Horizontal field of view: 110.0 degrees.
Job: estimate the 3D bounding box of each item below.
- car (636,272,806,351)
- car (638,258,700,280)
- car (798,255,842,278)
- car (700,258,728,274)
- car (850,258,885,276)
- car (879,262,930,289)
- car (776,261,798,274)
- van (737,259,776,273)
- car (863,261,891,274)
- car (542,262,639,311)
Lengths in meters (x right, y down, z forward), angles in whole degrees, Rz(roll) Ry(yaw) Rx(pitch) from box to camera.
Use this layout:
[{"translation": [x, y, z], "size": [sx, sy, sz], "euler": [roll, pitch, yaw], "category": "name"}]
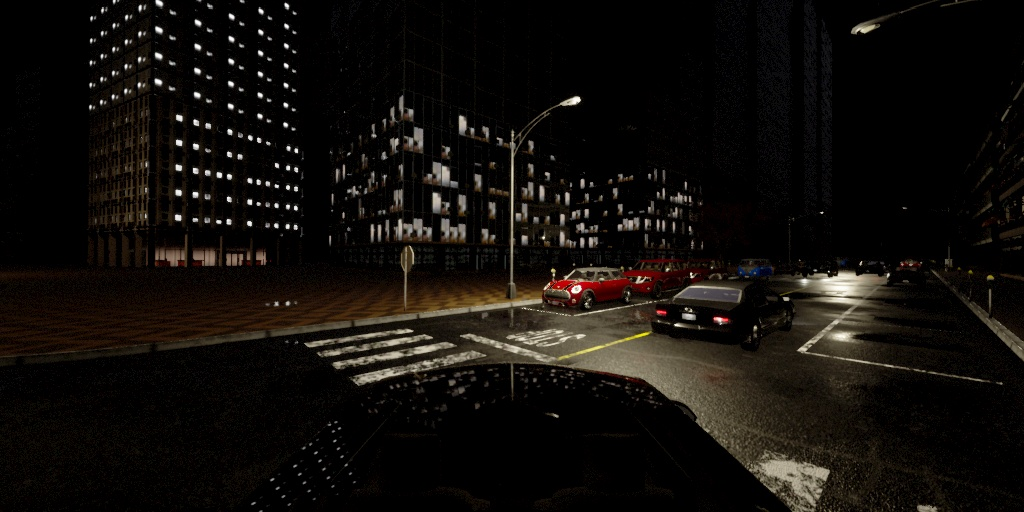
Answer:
[{"translation": [5.517, 1.299, 9.047], "size": [5.357, 1.411, 2.033], "euler": [0, 0, -42], "category": "car"}, {"translation": [7.294, 1.071, 18.233], "size": [5.009, 1.841, 2.192], "euler": [0, 0, -42], "category": "car"}, {"translation": [29.825, 0.968, 34.642], "size": [5.566, 2.045, 2.150], "euler": [0, 0, -42], "category": "car"}, {"translation": [11.517, 1.072, 21.982], "size": [5.009, 1.841, 2.192], "euler": [0, 0, -42], "category": "car"}, {"translation": [35.548, 1.232, 35.589], "size": [4.902, 1.511, 2.128], "euler": [0, 0, -42], "category": "car"}, {"translation": [25.540, 1.300, 23.226], "size": [4.403, 1.370, 2.007], "euler": [0, 0, -42], "category": "car"}, {"translation": [28.407, 1.330, 36.978], "size": [4.207, 1.307, 1.802], "euler": [0, 0, -42], "category": "car"}, {"translation": [19.962, 1.095, 29.480], "size": [3.998, 1.789, 1.690], "euler": [0, 0, -42], "category": "van"}, {"translation": [43.208, 1.278, 42.410], "size": [5.357, 1.411, 2.033], "euler": [0, 0, -41], "category": "car"}, {"translation": [3.072, 1.195, 14.484], "size": [4.097, 1.591, 1.967], "euler": [0, 0, -42], "category": "car"}]
